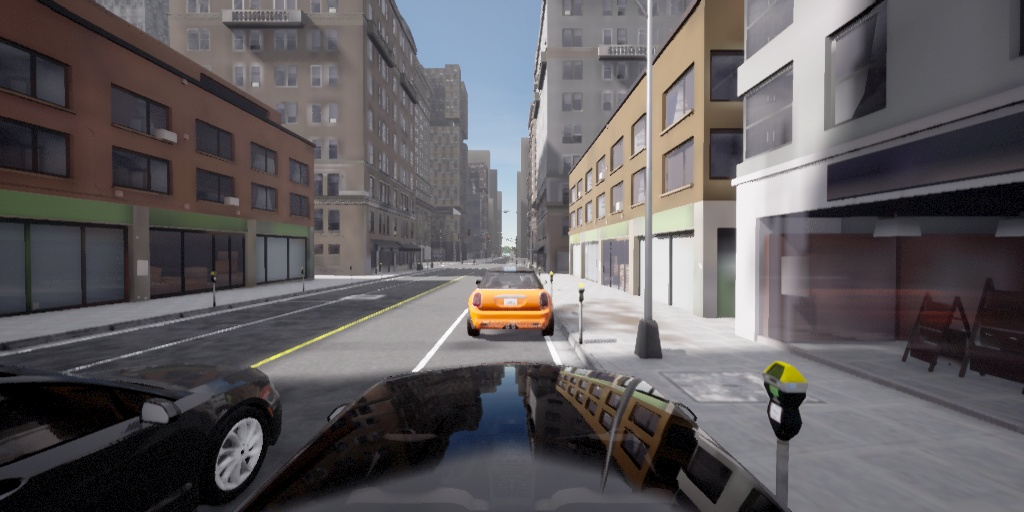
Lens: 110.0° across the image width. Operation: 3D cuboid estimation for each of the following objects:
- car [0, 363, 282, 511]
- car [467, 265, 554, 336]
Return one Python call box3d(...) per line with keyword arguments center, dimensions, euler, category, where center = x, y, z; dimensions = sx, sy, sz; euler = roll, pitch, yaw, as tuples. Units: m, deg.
box3d(center=(-3.145, 1.256, 1.500), dimensions=(1.837, 1.490, 4.892), euler=(0, 0, 0), category="car")
box3d(center=(-0.032, 1.091, 10.471), dimensions=(2.097, 1.767, 4.553), euler=(0, 0, 0), category="car")
